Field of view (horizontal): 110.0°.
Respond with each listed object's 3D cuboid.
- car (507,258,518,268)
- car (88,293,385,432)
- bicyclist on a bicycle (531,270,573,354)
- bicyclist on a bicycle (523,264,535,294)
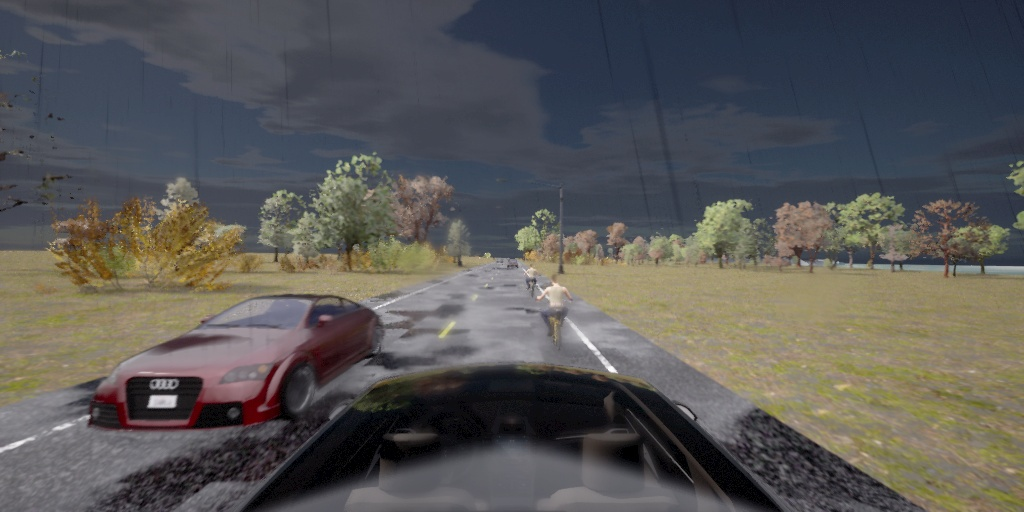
[{"bbox_3d":[0.100,1.307,61.667,2.033,1.411,5.357,0,0,0],"label":"car"},{"bbox_3d":[-3.600,1.315,5.689,1.994,1.385,4.181,0,0,0],"label":"car"},{"bbox_3d":[0.945,1.188,7.799,0.866,1.612,1.509,0,0,0],"label":"bicyclist on a bicycle"},{"bbox_3d":[0.981,1.190,17.978,0.866,1.612,1.509,0,0,0],"label":"bicyclist on a bicycle"}]
